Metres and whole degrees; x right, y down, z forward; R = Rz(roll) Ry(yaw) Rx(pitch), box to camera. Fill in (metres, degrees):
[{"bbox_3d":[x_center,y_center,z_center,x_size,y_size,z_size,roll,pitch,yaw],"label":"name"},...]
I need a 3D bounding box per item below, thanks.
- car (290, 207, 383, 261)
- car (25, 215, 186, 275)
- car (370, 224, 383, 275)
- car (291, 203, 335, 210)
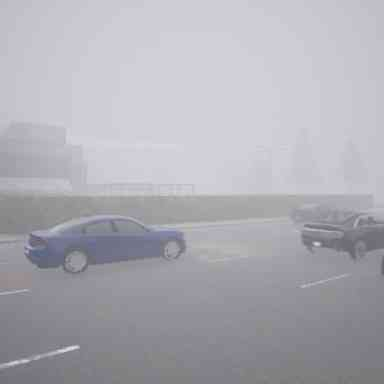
[{"bbox_3d":[6.092,1.491,12.381,4.902,1.511,2.128,0,0,-35],"label":"car"},{"bbox_3d":[-2.498,1.477,10.560,5.008,1.535,1.882,0,0,-35],"label":"car"},{"bbox_3d":[6.683,1.564,8.506,4.181,1.385,1.994,0,0,-35],"label":"car"},{"bbox_3d":[8.895,1.477,22.975,5.008,1.535,1.882,0,0,-35],"label":"car"}]
